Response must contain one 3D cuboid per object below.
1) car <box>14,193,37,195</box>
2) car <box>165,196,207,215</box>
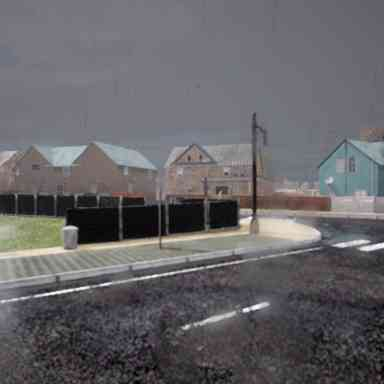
[{"bbox_3d":[-14.880,0.842,30.263,5.008,1.535,1.882,1,1,19],"label":"car"},{"bbox_3d":[-0.984,1.060,25.515,5.008,1.535,1.882,1,1,18],"label":"car"}]
